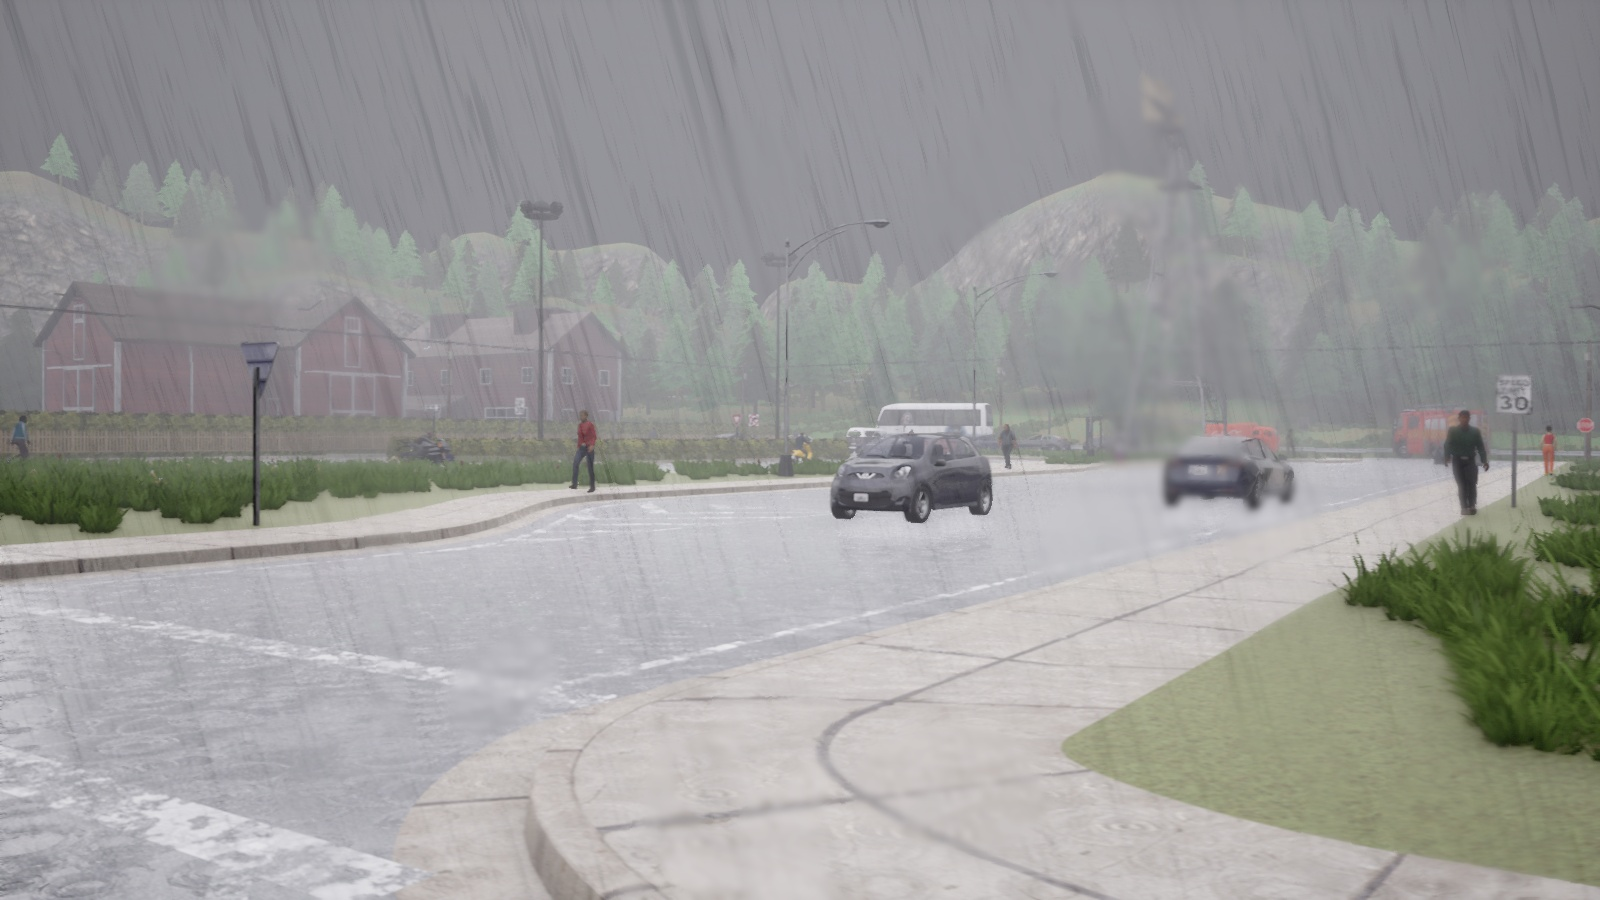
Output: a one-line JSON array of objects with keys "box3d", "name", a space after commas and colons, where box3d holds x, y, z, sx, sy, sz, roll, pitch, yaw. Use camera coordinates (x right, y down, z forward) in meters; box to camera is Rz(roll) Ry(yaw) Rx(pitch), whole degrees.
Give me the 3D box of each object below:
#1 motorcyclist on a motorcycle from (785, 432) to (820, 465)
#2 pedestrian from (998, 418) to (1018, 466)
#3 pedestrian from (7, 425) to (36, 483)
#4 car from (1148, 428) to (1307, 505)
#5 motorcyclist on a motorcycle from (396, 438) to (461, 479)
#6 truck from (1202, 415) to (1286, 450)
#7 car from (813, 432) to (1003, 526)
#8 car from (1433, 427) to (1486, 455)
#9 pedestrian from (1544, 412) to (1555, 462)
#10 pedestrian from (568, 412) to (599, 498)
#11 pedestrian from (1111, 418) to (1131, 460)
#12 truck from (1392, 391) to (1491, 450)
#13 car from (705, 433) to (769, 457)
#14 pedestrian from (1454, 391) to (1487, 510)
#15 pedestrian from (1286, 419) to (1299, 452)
[{"box3d": [0.125, -0.078, 60.848, 0.866, 1.590, 1.817, 0, 1, 33], "name": "motorcyclist on a motorcycle"}, {"box3d": [8.036, -0.307, 48.526, 0.540, 1.848, 0.694, 0, 1, 29], "name": "pedestrian"}, {"box3d": [-26.229, 0.140, 42.313, 0.396, 1.930, 0.692, 0, 1, 32], "name": "pedestrian"}, {"box3d": [9.360, 0.289, 27.230, 2.163, 1.488, 4.792, 0, 1, 33], "name": "car"}, {"box3d": [-14.135, 0.320, 47.848, 2.191, 1.530, 0.866, -1, 0, 5], "name": "motorcyclist on a motorcycle"}, {"box3d": [32.121, -1.239, 90.930, 5.204, 2.467, 2.627, 0, 1, 34], "name": "truck"}, {"box3d": [1.993, 0.445, 22.243, 1.845, 1.501, 3.633, 0, 1, 33], "name": "car"}, {"box3d": [36.481, -0.531, 69.418, 2.163, 1.488, 4.792, 0, 1, 33], "name": "car"}, {"box3d": [27.508, -0.488, 46.107, 0.345, 1.836, 0.594, 0, 1, 31], "name": "pedestrian"}, {"box3d": [-4.707, 0.095, 27.361, 0.331, 1.846, 0.636, 0, 1, 26], "name": "pedestrian"}, {"box3d": [14.971, -0.507, 58.552, 0.659, 1.952, 0.873, 0, 1, 30], "name": "pedestrian"}, {"box3d": [43.690, -1.980, 85.862, 2.891, 3.827, 8.468, 0, 1, 3], "name": "truck"}, {"box3d": [-4.265, -0.347, 85.597, 2.007, 1.525, 4.514, 0, 1, 33], "name": "car"}, {"box3d": [11.226, 0.002, 21.032, 0.423, 1.949, 0.788, 0, 1, 24], "name": "pedestrian"}, {"box3d": [29.335, -0.865, 74.743, 0.692, 1.930, 0.396, -1, 1, -33], "name": "pedestrian"}]
